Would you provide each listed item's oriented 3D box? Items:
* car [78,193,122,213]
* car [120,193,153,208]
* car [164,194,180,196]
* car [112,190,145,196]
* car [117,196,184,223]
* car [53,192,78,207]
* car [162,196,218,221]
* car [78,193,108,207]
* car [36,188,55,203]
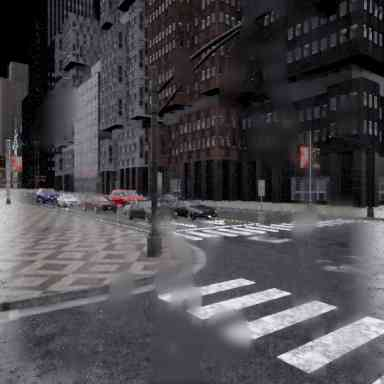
[{"bbox_3d":[-8.631,1.080,30.892,1.882,1.535,5.008,0,1,-36],"label":"car"},{"bbox_3d":[-6.719,0.985,39.660,1.882,1.535,5.008,0,1,-36],"label":"car"},{"bbox_3d":[-2.589,1.033,39.505,2.128,1.511,4.902,0,1,-36],"label":"car"},{"bbox_3d":[-6.383,0.810,33.327,2.150,2.045,5.566,0,1,-36],"label":"car"},{"bbox_3d":[-3.031,1.284,23.209,2.033,1.411,5.357,0,1,-35],"label":"car"},{"bbox_3d":[-14.429,0.985,38.867,1.812,1.442,4.674,0,1,-35],"label":"car"},{"bbox_3d":[-0.427,1.280,25.067,2.033,1.411,5.357,0,1,-39],"label":"car"},{"bbox_3d":[-12.500,0.928,41.767,2.128,1.511,4.902,0,1,-36],"label":"car"},{"bbox_3d":[-20.646,0.521,47.531,2.150,2.045,5.566,0,1,-36],"label":"car"}]
